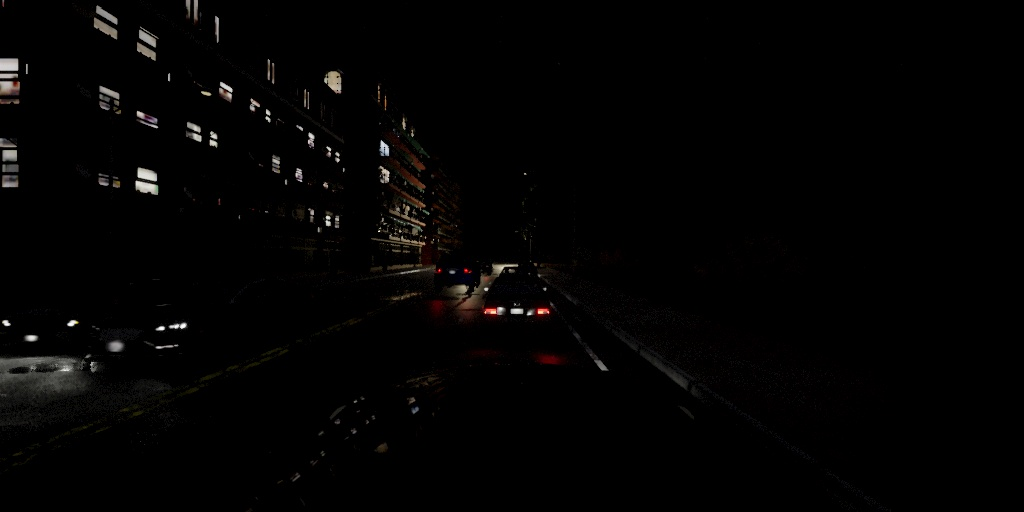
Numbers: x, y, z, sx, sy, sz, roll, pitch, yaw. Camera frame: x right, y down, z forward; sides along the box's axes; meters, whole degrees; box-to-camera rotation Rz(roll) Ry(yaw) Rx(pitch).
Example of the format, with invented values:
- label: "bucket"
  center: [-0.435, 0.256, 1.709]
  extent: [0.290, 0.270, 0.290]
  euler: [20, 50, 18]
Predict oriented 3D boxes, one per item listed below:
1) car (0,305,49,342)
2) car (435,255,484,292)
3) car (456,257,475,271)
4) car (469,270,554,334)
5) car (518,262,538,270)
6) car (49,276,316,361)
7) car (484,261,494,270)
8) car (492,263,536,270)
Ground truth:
- label: "car"
  center: [-9.844, 1.299, 10.001]
  extent: [2.033, 1.411, 5.357]
  euler: [0, 0, 0]
- label: "car"
  center: [-3.138, 0.971, 21.532]
  extent: [2.150, 2.045, 5.566]
  euler: [0, -1, 0]
- label: "car"
  center: [-6.562, 1.105, 51.398]
  extent: [2.097, 1.767, 4.553]
  euler: [0, 0, 0]
- label: "car"
  center: [0.107, 1.299, 10.626]
  extent: [2.033, 1.411, 5.357]
  euler: [0, 0, 0]
- label: "car"
  center: [1.157, 1.259, 30.755]
  extent: [1.837, 1.490, 4.892]
  euler: [0, 0, 0]
- label: "car"
  center: [-6.596, 1.243, 8.418]
  extent: [2.128, 1.511, 4.902]
  euler: [0, 0, 0]
- label: "car"
  center: [-3.125, 1.247, 39.201]
  extent: [2.128, 1.511, 4.902]
  euler: [0, 0, 0]
- label: "car"
  center: [0.112, 1.301, 20.987]
  extent: [2.033, 1.411, 5.357]
  euler: [0, 0, 0]
